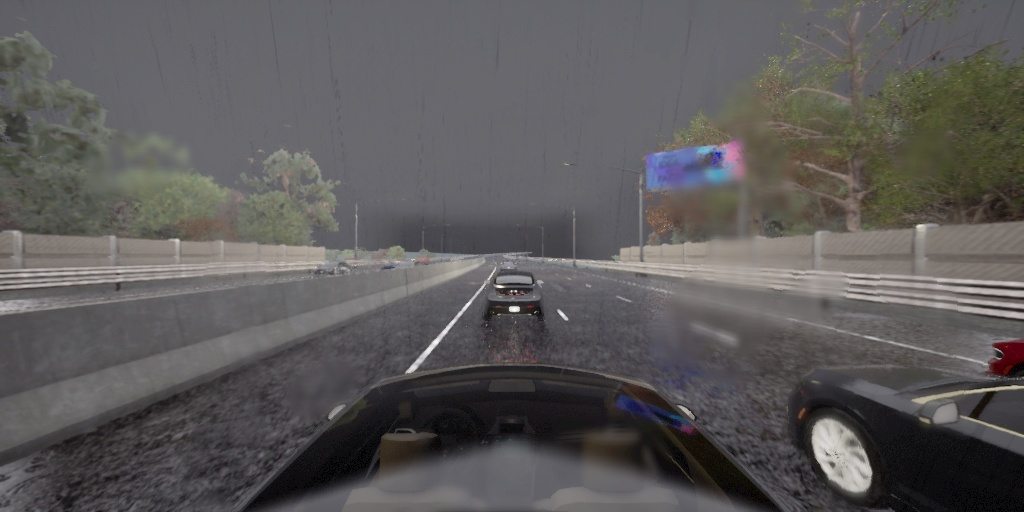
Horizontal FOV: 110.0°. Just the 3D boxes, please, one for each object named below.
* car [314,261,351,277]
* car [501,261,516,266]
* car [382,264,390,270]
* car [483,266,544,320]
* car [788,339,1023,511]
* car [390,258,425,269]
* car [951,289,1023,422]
[{"bbox_3d":[-17.953,1.251,36.151,1.837,1.490,4.892,0,0,-1],"label":"car"},{"bbox_3d":[-0.412,1.302,43.220,1.994,1.385,4.181,0,0,-1],"label":"car"},{"bbox_3d":[-14.638,1.339,44.876,1.895,1.301,4.718,0,0,-1],"label":"car"},{"bbox_3d":[0.054,1.255,12.557,1.837,1.490,4.892,0,0,0],"label":"car"},{"bbox_3d":[3.594,1.253,1.481,1.837,1.490,4.892,0,0,0],"label":"car"},{"bbox_3d":[-10.992,1.248,38.167,1.837,1.490,4.892,0,0,-1],"label":"car"},{"bbox_3d":[7.092,1.227,2.516,1.882,1.535,5.008,0,0,0],"label":"car"}]
